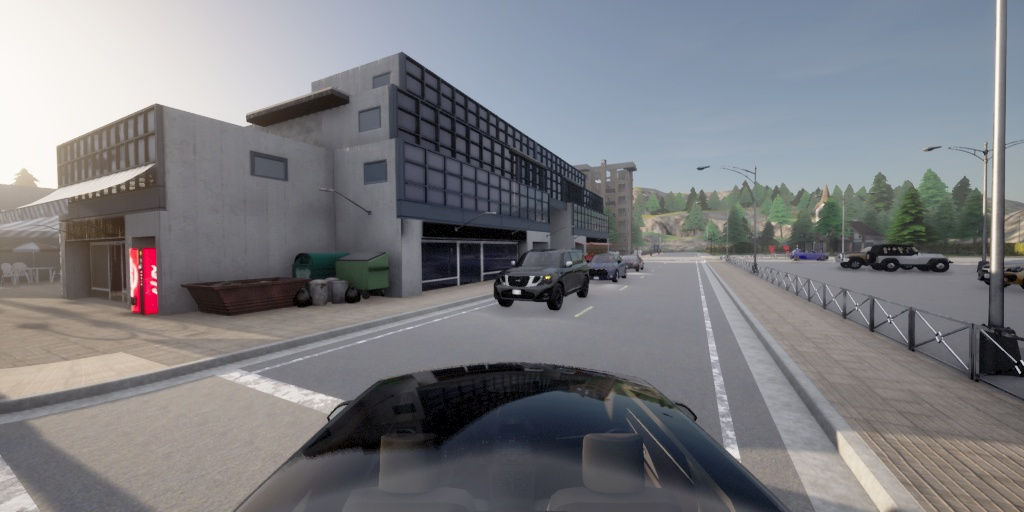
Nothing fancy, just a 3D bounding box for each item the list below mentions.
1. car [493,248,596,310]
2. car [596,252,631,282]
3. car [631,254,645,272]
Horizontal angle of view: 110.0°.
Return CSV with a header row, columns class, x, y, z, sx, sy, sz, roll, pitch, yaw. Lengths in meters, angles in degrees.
class,x,y,z,sx,sy,sz,roll,pitch,yaw
car,1.397,0.733,13.841,2.150,2.045,5.566,0,1,27
car,5.852,0.633,22.611,2.097,1.767,4.553,0,1,27
car,10.492,0.568,31.731,1.812,1.442,4.674,0,1,27
